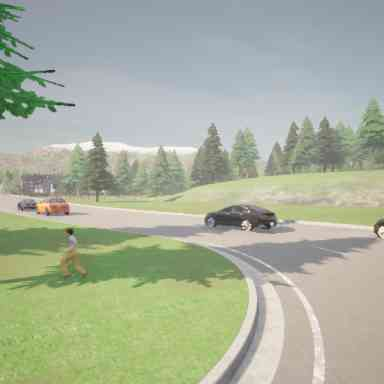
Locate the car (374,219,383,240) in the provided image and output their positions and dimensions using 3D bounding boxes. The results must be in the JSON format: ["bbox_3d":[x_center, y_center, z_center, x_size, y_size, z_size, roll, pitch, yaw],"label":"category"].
[{"bbox_3d":[10.206,1.505,14.368,1.837,1.490,4.892,1,0,-15],"label":"car"}]

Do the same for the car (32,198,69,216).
[{"bbox_3d":[-13.891,1.352,32.979,2.097,1.767,4.553,0,0,-40],"label":"car"}]

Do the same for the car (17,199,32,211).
[{"bbox_3d":[-19.924,1.547,40.348,2.033,1.411,5.357,0,0,-34],"label":"car"}]

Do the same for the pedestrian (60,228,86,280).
[{"bbox_3d":[-2.839,1.421,7.927,0.375,1.300,0.375,0,0,6],"label":"pedestrian"}]

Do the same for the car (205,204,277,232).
[{"bbox_3d":[2.834,1.505,20.288,1.837,1.490,4.892,2,-1,-41],"label":"car"}]
